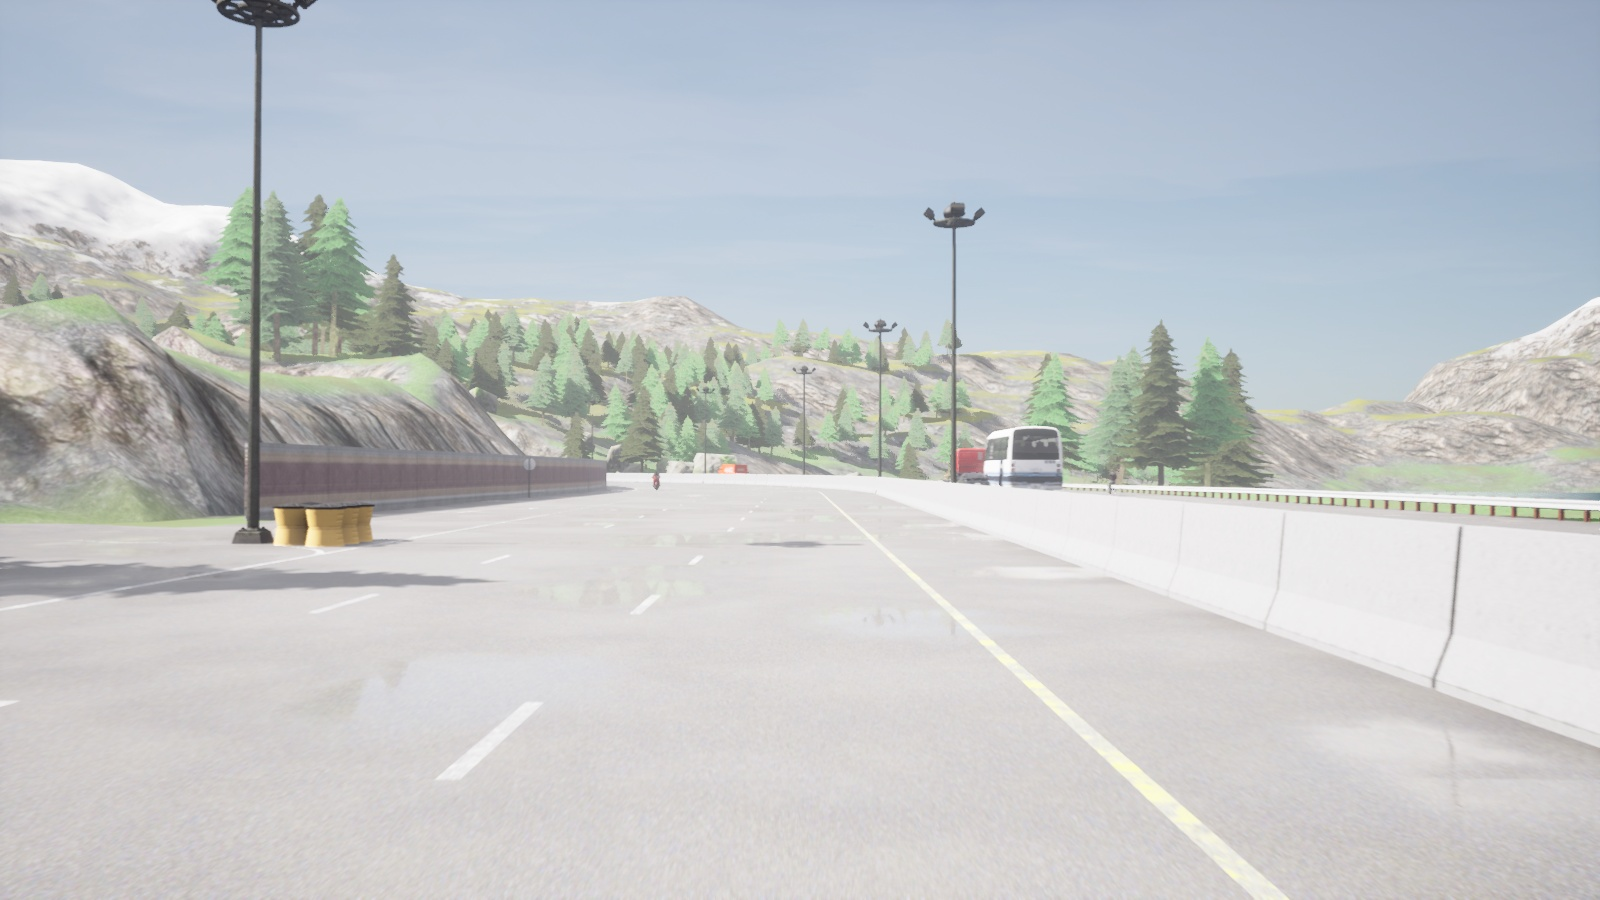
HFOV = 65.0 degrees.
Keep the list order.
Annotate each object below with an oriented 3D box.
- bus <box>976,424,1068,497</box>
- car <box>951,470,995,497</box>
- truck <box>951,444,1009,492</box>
[{"bbox_3d":[13.809,0.707,79.108,3.944,4.253,10.273,0,-1,0],"label":"bus"},{"bbox_3d":[10.323,1.981,75.309,2.007,1.525,4.514,0,-1,0],"label":"car"},{"bbox_3d":[13.564,1.374,95.291,2.891,3.462,7.936,0,-1,-2],"label":"truck"}]
